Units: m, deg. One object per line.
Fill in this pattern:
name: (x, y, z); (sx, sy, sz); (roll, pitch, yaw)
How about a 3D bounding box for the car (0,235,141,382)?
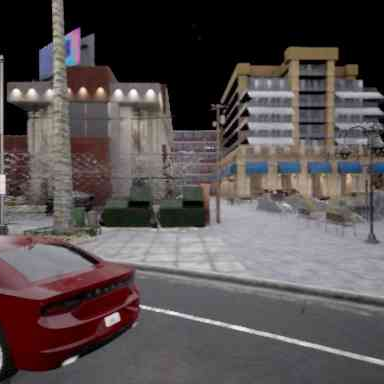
car: (-3.174, 1.449, 5.370); (5.008, 1.535, 1.882); (0, 0, 28)
